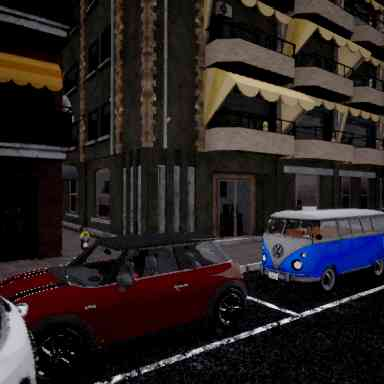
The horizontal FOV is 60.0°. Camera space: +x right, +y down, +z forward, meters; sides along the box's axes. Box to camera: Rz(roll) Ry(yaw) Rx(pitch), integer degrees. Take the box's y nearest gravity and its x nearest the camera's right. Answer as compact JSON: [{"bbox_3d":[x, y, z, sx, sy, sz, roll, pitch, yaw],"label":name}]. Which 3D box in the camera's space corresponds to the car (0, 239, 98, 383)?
[{"bbox_3d":[-3.311,1.221,0.707,5.566,2.045,2.150,0,0,-35],"label":"car"}]

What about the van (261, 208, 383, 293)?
[{"bbox_3d":[3.524,1.343,8.609,3.998,1.788,1.690,0,0,-36],"label":"van"}]

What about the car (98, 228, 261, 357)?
[{"bbox_3d":[-1.108,1.440,5.304,4.097,1.590,1.967,0,0,-36],"label":"car"}]
